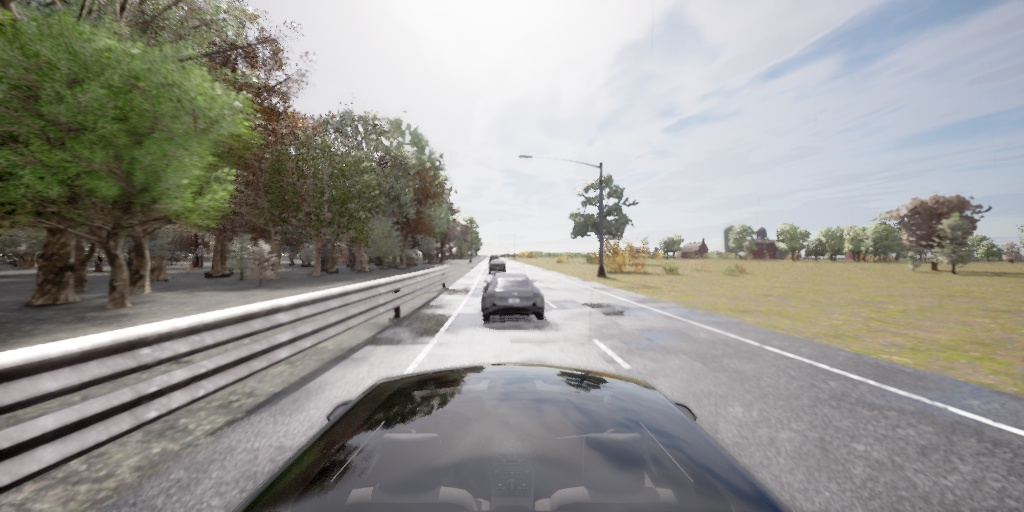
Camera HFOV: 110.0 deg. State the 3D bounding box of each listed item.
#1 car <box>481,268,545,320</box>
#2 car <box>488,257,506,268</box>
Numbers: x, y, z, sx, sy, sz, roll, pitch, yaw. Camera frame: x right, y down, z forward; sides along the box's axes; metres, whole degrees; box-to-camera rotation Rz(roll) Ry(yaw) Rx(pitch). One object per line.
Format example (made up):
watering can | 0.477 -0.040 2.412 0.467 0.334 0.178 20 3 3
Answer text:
car | -0.051 1.281 12.566 1.994 1.385 4.181 0 0 -3
car | -1.628 1.122 39.768 1.882 1.535 5.008 0 0 -3
